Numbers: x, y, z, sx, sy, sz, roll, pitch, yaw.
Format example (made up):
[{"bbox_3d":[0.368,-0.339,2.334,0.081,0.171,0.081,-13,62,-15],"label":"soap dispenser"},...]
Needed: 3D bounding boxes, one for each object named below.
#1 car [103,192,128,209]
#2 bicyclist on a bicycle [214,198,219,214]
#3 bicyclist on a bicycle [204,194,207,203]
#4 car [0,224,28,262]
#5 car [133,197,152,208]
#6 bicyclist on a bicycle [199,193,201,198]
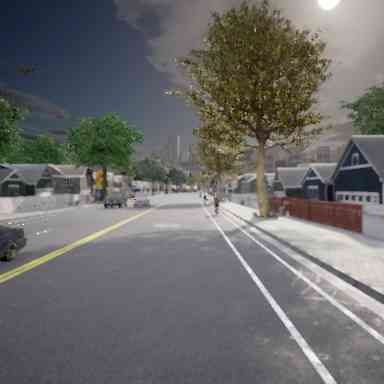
[{"bbox_3d":[-9.842,1.073,43.158,2.150,2.045,5.566,0,0,0],"label":"car"},{"bbox_3d":[2.255,1.349,30.477,0.582,1.620,1.656,0,0,0],"label":"bicyclist on a bicycle"},{"bbox_3d":[2.260,1.175,56.750,0.659,1.776,1.843,0,0,0],"label":"bicyclist on a bicycle"},{"bbox_3d":[-6.597,1.516,9.209,2.033,1.411,5.357,0,0,0],"label":"car"},{"bbox_3d":[-6.578,1.374,44.115,1.812,1.442,4.674,0,0,0],"label":"car"},{"bbox_3d":[2.265,1.037,90.744,0.659,1.776,1.843,0,1,0],"label":"bicyclist on a bicycle"}]
